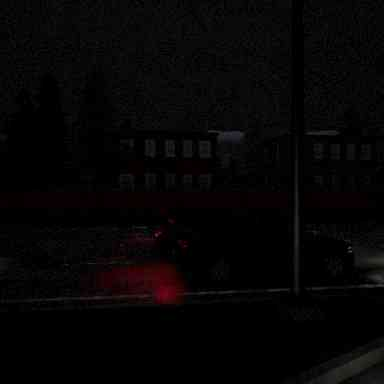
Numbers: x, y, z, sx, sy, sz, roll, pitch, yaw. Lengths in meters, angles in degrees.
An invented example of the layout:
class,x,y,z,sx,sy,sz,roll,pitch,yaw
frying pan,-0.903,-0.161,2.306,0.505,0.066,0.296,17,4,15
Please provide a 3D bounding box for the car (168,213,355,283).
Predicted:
class,x,y,z,sx,sy,sz,roll,pitch,yaw
car,1.962,1.479,9.298,5.008,1.535,1.882,0,0,-8

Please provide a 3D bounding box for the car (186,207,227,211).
class,x,y,z,sx,sy,sz,roll,pitch,yaw
car,1.201,1.508,16.266,4.892,1.490,1.837,0,0,-8

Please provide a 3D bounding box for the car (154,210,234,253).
class,x,y,z,sx,sy,sz,roll,pitch,yaw
car,0.676,1.565,12.663,4.181,1.385,1.994,0,0,-8
